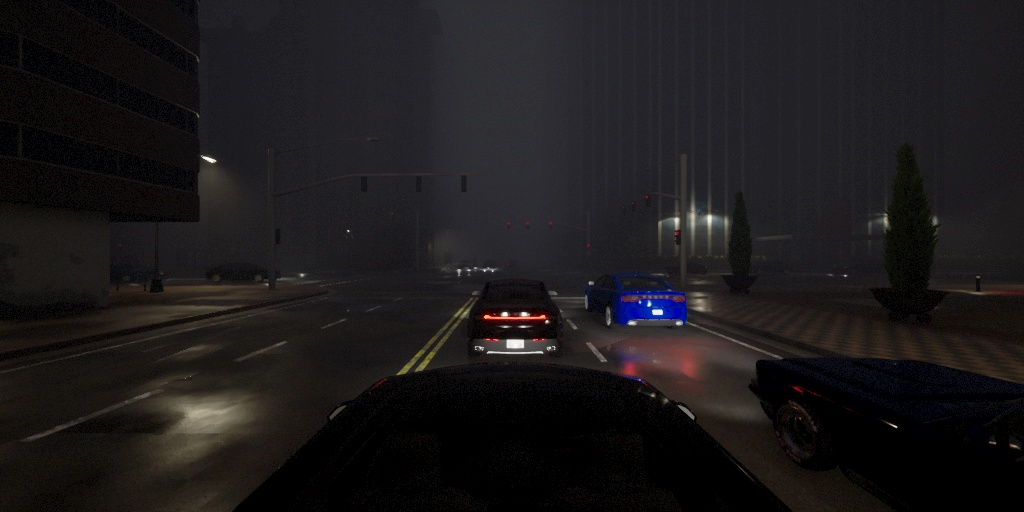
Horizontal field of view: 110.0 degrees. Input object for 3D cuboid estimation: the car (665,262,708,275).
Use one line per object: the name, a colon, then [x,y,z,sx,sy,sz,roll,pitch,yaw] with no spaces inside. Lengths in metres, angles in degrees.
car: [18.707,1.314,38.597,4.181,1.385,1.994,0,0,-1]

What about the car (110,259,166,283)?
car: [-30.095,1.228,27.423,5.008,1.535,1.882,0,0,0]

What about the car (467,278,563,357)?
car: [0.062,1.255,8.549,1.837,1.490,4.892,0,0,0]

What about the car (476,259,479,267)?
car: [-7.060,1.255,64.541,1.837,1.490,4.892,0,0,0]

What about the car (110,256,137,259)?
car: [-42.679,0.971,37.953,5.566,2.045,2.150,0,0,1]

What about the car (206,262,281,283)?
car: [-20.499,1.228,27.507,5.008,1.535,1.882,0,0,-2]

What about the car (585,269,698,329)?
car: [3.575,1.228,11.237,1.882,1.535,5.008,0,0,0]

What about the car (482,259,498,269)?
car: [-3.589,1.314,57.154,1.994,1.385,4.181,0,0,0]

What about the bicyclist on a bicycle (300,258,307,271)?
bicyclist on a bicycle: [-26.419,1.051,45.426,0.582,1.620,1.656,0,0,-1]

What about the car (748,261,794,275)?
car: [27.559,1.255,38.686,4.892,1.490,1.837,0,0,-1]

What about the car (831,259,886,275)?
car: [37.392,1.102,38.774,4.553,1.767,2.097,0,0,0]

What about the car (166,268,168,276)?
car: [-32.640,1.241,30.892,4.902,1.511,2.128,0,0,0]

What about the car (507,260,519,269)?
car: [0.117,1.297,58.154,2.033,1.411,5.357,0,0,0]

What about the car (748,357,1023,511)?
car: [3.601,1.351,1.892,1.895,1.301,4.718,0,0,0]

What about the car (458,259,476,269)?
car: [-7.089,1.276,55.284,1.812,1.442,4.674,0,0,0]
